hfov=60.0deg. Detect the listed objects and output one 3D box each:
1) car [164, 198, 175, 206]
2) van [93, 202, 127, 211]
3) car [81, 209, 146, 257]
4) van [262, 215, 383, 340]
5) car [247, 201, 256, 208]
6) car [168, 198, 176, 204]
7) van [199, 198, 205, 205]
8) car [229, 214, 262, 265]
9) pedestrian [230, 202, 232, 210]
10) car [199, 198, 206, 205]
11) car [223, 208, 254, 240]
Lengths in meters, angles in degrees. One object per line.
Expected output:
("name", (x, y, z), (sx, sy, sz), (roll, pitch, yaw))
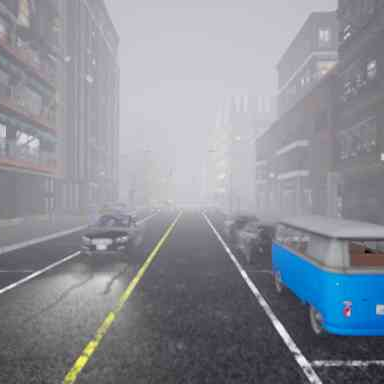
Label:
("car", (-5.708, 2.597, 78.500), (1.947, 1.339, 4.313), (0, -1, 0))
("van", (-5.691, 1.633, 23.457), (1.690, 1.788, 3.998), (0, -1, 0))
("car", (-3.104, 1.663, 13.864), (2.128, 1.511, 4.902), (0, -1, 0))
("van", (2.694, 1.422, 6.476), (1.690, 1.788, 3.998), (0, -1, 0))
("car", (13.449, 2.456, 66.183), (5.009, 1.841, 2.192), (1, -2, -1))
("car", (-5.712, 2.588, 95.393), (2.192, 1.841, 5.009), (0, -1, 0))
("van", (2.670, 2.532, 89.765), (1.690, 1.788, 3.998), (0, -1, 0))
("car", (2.692, 1.716, 12.134), (1.947, 1.339, 4.313), (0, -1, 0))
("pedestrian", (6.122, 1.807, 52.183), (0.375, 1.860, 0.375), (0, -1, 0))
("car", (2.671, 2.655, 84.132), (1.887, 1.381, 4.507), (0, -1, 0))
("car", (2.690, 1.787, 17.797), (1.947, 1.339, 4.313), (0, -1, 0))
